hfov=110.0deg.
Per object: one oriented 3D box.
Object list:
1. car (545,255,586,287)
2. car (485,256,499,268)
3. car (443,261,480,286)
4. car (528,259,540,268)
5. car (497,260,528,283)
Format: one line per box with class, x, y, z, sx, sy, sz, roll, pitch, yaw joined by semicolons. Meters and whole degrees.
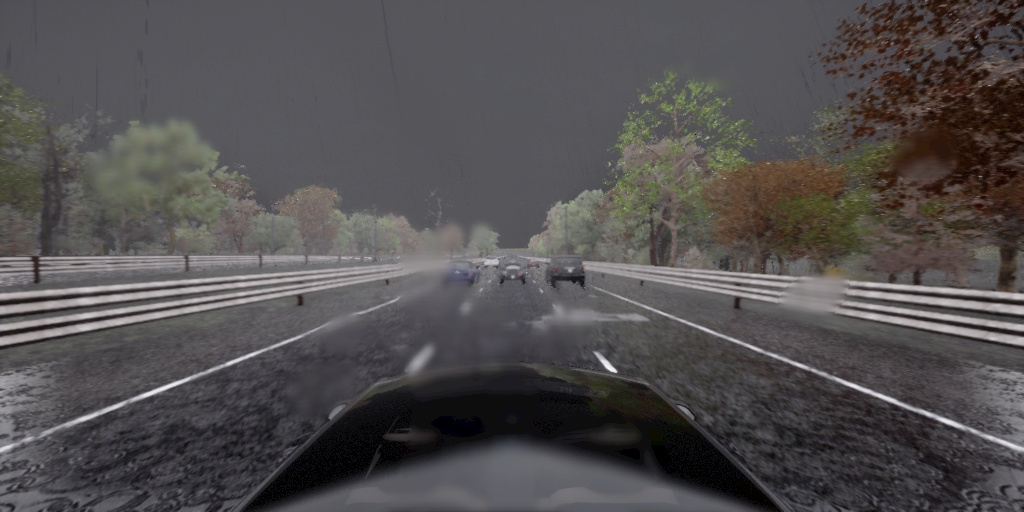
car;3.567;0.973;24.580;2.150;2.045;5.566;0;0;0
car;-3.421;0.972;61.190;2.150;2.045;5.566;0;0;0
car;-3.432;1.100;25.296;2.097;1.767;4.553;0;0;0
car;3.575;1.274;61.371;1.812;1.442;4.674;0;0;0
car;0.077;1.274;27.338;1.812;1.442;4.674;0;0;0
